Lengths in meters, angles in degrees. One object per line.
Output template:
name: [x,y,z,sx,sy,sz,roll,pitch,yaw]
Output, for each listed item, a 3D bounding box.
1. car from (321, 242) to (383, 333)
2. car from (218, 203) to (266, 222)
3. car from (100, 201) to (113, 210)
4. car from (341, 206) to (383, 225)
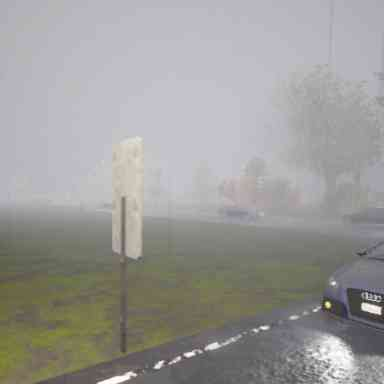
car: [4.301,1.620,6.341,4.181,1.385,1.994,1,0,-39]
car: [4.394,1.792,29.867,2.128,1.511,4.902,0,-1,-38]
car: [-12.748,2.078,52.493,1.895,1.301,4.718,0,-1,-36]
car: [13.422,1.785,24.463,1.812,1.442,4.674,0,-1,-39]
